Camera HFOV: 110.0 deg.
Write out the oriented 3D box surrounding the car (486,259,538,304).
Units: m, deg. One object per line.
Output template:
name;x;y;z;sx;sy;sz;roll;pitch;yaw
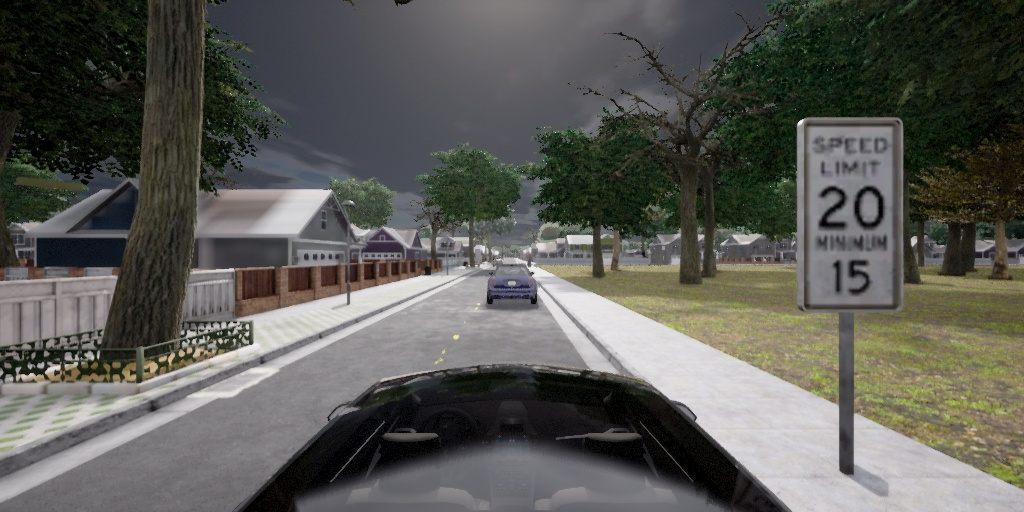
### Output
car;0.000;1.114;16.470;2.097;1.767;4.553;0;0;0
